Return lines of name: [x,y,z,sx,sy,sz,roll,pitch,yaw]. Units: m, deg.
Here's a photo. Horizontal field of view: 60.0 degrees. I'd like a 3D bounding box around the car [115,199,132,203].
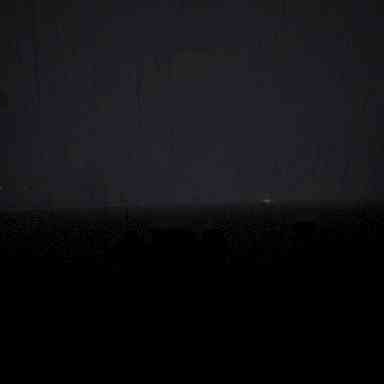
car: [-14.745,1.823,70.498,2.128,1.511,4.902,0,0,38]
